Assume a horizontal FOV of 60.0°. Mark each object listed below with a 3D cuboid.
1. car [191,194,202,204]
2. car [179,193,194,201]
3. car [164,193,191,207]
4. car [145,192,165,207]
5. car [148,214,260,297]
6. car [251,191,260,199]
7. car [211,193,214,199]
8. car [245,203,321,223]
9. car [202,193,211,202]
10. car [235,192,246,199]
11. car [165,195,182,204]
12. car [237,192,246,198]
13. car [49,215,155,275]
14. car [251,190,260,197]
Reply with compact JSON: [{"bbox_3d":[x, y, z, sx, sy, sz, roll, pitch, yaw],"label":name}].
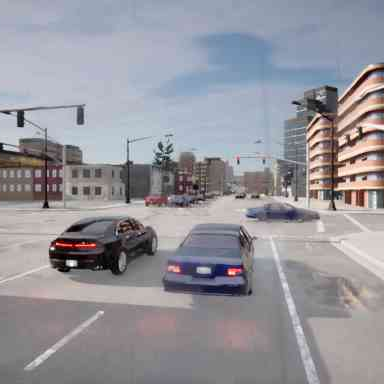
[{"bbox_3d":[-0.190,1.235,56.257,2.128,1.511,4.902,0,1,11],"label":"car"},{"bbox_3d":[-1.135,1.073,69.154,2.033,1.411,5.357,0,1,11],"label":"car"},{"bbox_3d":[-1.949,1.222,47.347,2.097,1.767,4.553,0,1,11],"label":"car"},{"bbox_3d":[-5.157,1.080,49.222,2.150,2.045,5.566,0,1,11],"label":"car"},{"bbox_3d":[0.707,1.547,8.818,2.033,1.411,5.357,0,0,11],"label":"car"},{"bbox_3d":[14.338,0.880,75.302,2.128,1.511,4.902,0,1,11],"label":"car"},{"bbox_3d":[3.804,0.862,76.148,1.882,1.535,5.008,0,1,11],"label":"car"},{"bbox_3d":[6.677,1.526,24.897,5.357,1.411,2.033,0,0,10],"label":"car"},{"bbox_3d":[1.763,1.119,65.907,2.033,1.411,5.357,0,1,12],"label":"car"},{"bbox_3d":[11.006,0.952,76.488,1.895,1.301,4.718,0,1,11],"label":"car"},{"bbox_3d":[-3.255,1.238,58.780,1.812,1.442,4.674,0,1,12],"label":"car"},{"bbox_3d":[12.937,0.753,86.337,1.994,1.385,4.181,0,1,11],"label":"car"},{"bbox_3d":[-2.510,1.505,10.562,1.837,1.490,4.892,0,0,11],"label":"car"},{"bbox_3d":[16.341,0.464,85.506,2.097,1.767,4.553,0,1,11],"label":"car"}]
